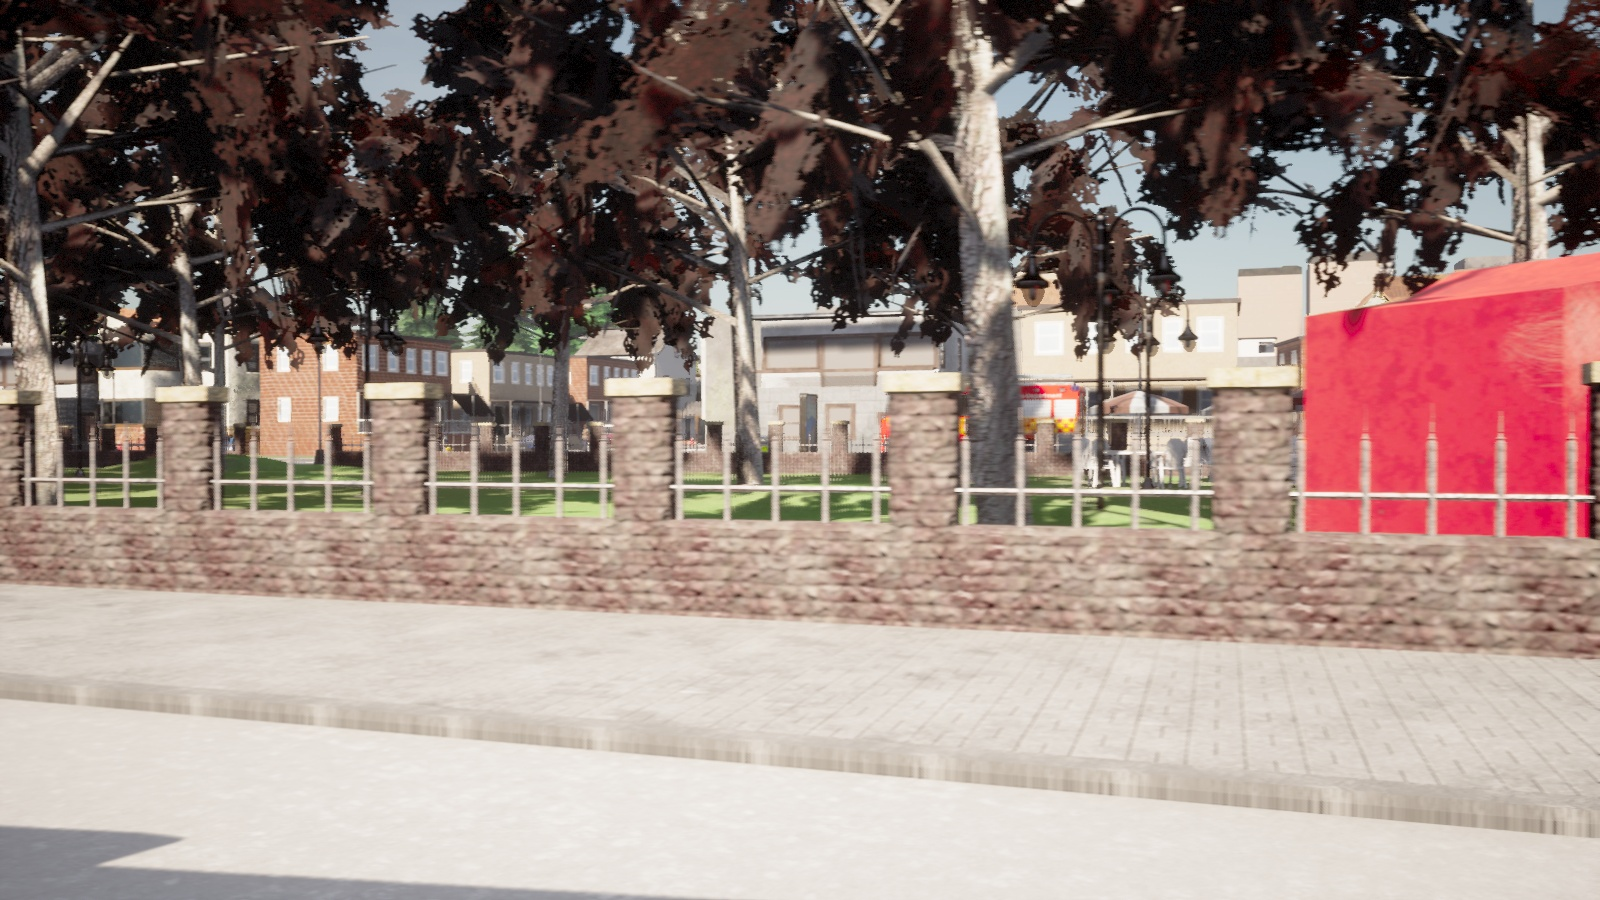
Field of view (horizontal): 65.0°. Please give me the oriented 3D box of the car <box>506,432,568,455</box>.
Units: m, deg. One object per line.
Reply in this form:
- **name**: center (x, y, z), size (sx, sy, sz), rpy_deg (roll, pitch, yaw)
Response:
- **car**: center (-16.676, -0.450, 79.754), size (1.994, 1.385, 4.181), rpy_deg (1, 1, 19)

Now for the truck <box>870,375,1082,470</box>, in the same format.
- **truck**: center (7.461, -1.162, 53.172), size (8.468, 3.827, 2.891), rpy_deg (1, 1, 19)
